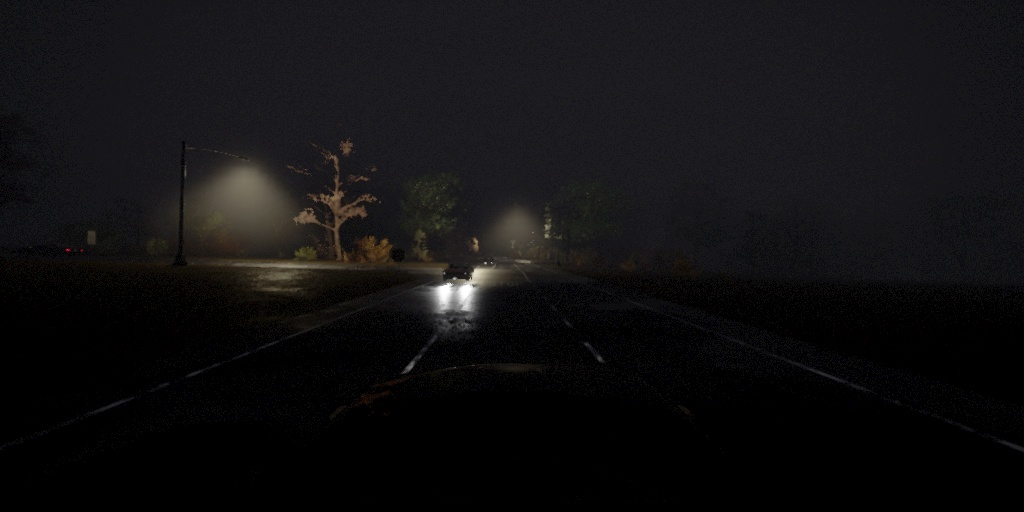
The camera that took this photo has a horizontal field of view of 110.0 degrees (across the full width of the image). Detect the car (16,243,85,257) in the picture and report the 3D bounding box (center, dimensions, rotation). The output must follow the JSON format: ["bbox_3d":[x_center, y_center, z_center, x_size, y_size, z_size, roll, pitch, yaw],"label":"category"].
[{"bbox_3d":[-49.586,-0.677,38.611,5.357,1.411,2.033,2,0,-1],"label":"car"}]

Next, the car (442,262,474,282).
[{"bbox_3d":[-3.943,1.166,26.679,1.895,1.301,4.718,0,2,-1],"label":"car"}]
